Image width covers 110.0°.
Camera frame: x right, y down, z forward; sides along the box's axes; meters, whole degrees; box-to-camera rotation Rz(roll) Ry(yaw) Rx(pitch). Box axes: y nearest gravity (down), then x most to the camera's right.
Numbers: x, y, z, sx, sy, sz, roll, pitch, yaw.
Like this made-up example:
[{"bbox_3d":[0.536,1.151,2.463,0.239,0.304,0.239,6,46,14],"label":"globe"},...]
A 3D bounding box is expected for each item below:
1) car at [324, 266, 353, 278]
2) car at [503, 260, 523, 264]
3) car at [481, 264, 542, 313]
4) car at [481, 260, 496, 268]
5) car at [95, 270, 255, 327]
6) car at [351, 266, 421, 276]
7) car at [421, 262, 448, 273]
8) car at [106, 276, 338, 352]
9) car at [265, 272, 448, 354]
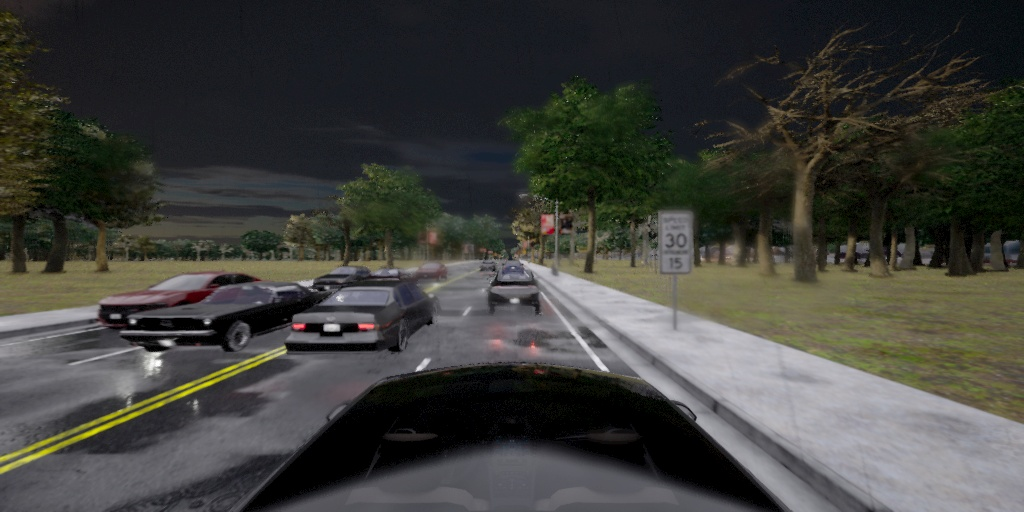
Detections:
[{"bbox_3d":[-9.798,1.313,21.701,2.033,1.411,5.357,0,0,0],"label":"car"},{"bbox_3d":[0.097,1.135,35.794,2.097,1.767,4.553,0,0,0],"label":"car"},{"bbox_3d":[0.099,1.250,14.086,2.128,1.511,4.902,0,0,0],"label":"car"},{"bbox_3d":[-3.162,1.291,48.643,2.128,1.511,4.902,0,0,0],"label":"car"},{"bbox_3d":[-9.841,1.233,11.414,1.882,1.535,5.008,0,0,0],"label":"car"},{"bbox_3d":[-6.563,1.327,19.234,1.994,1.385,4.181,0,0,1],"label":"car"},{"bbox_3d":[-6.503,1.253,29.487,1.882,1.535,5.008,0,0,0],"label":"car"},{"bbox_3d":[-6.595,1.355,9.064,1.895,1.301,4.718,0,0,0],"label":"car"},{"bbox_3d":[-3.147,1.301,8.774,2.033,1.411,5.357,0,0,0],"label":"car"}]
